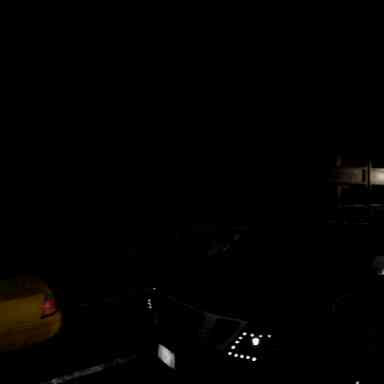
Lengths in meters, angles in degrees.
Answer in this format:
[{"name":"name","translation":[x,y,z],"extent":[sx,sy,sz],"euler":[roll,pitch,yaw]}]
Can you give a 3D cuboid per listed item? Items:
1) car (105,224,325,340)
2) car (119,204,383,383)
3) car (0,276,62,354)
[{"name":"car","translation":[0.641,1.556,7.100],"extent":[4.403,1.369,2.008],"euler":[0,0,-35]},{"name":"car","translation":[2.007,1.227,4.802],"extent":[5.566,2.045,2.150],"euler":[0,0,-35]},{"name":"car","translation":[-4.092,1.524,3.739],"extent":[4.829,1.417,1.752],"euler":[0,0,-35]}]
